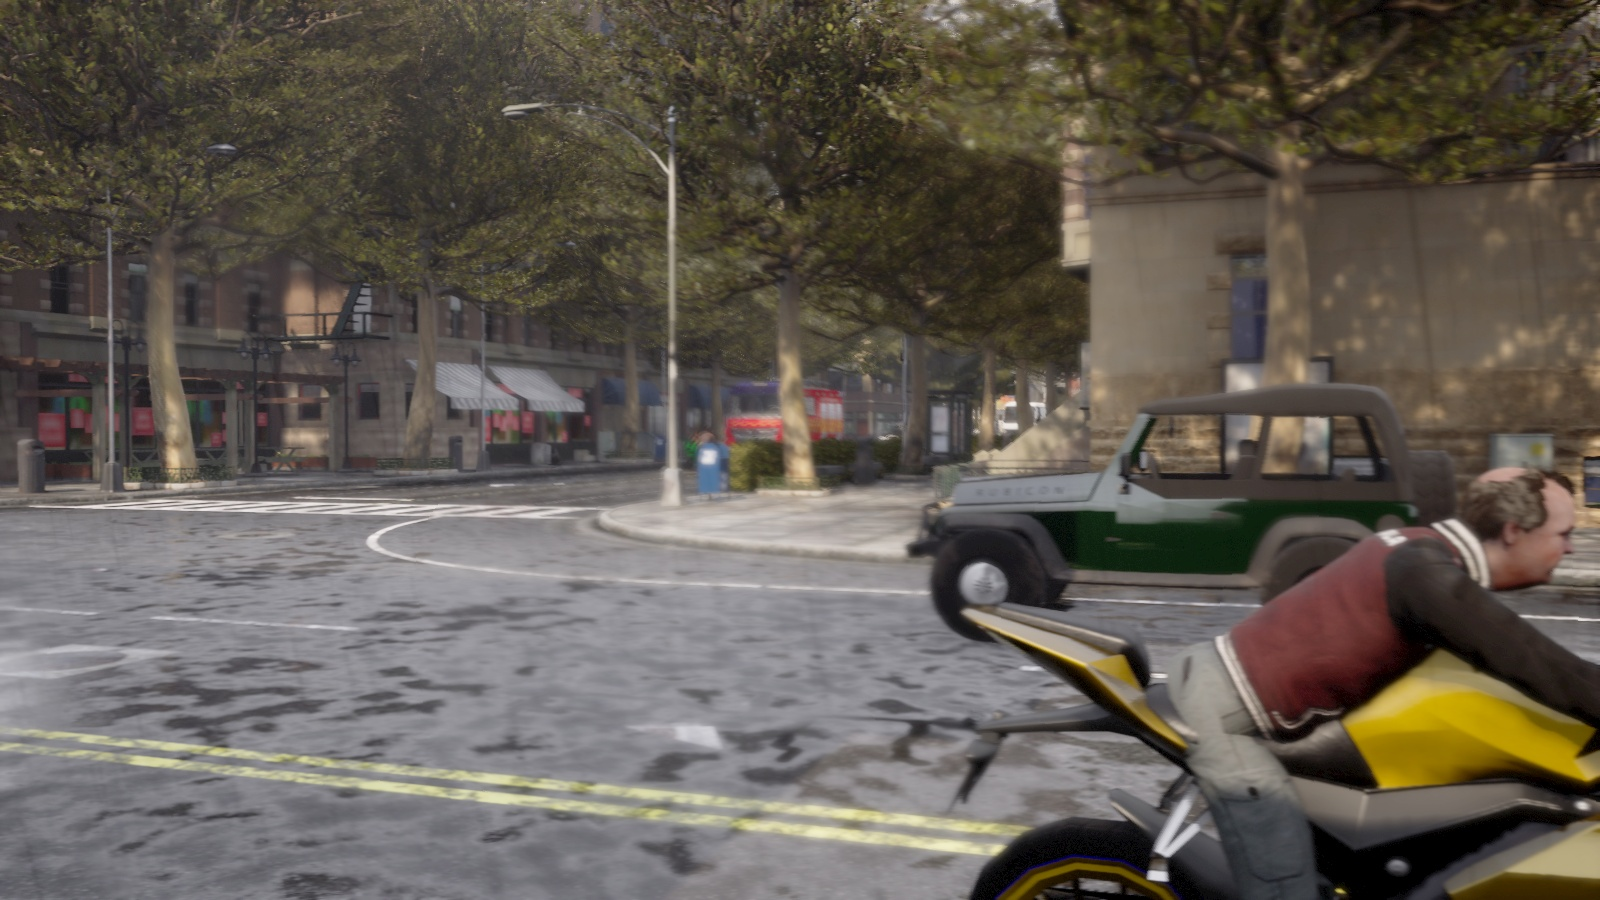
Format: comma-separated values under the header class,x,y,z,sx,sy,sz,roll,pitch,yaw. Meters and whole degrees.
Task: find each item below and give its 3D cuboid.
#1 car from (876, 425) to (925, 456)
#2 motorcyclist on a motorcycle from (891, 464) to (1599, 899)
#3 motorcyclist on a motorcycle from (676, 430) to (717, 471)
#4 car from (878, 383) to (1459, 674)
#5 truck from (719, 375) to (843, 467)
class,x,y,z,sx,sy,sz,roll,pitch,yaw
car,6.219,-0.603,77.196,1.932,1.855,4.605,1,1,19
motorcyclist on a motorcycle,1.371,0.823,2.734,2.191,1.530,0.866,1,1,19
motorcyclist on a motorcycle,-3.903,0.002,47.394,0.797,1.523,2.044,1,1,19
car,2.728,0.476,9.632,3.866,1.878,1.905,1,1,19
truck,-0.685,-1.288,56.902,2.891,3.827,8.468,1,1,19
